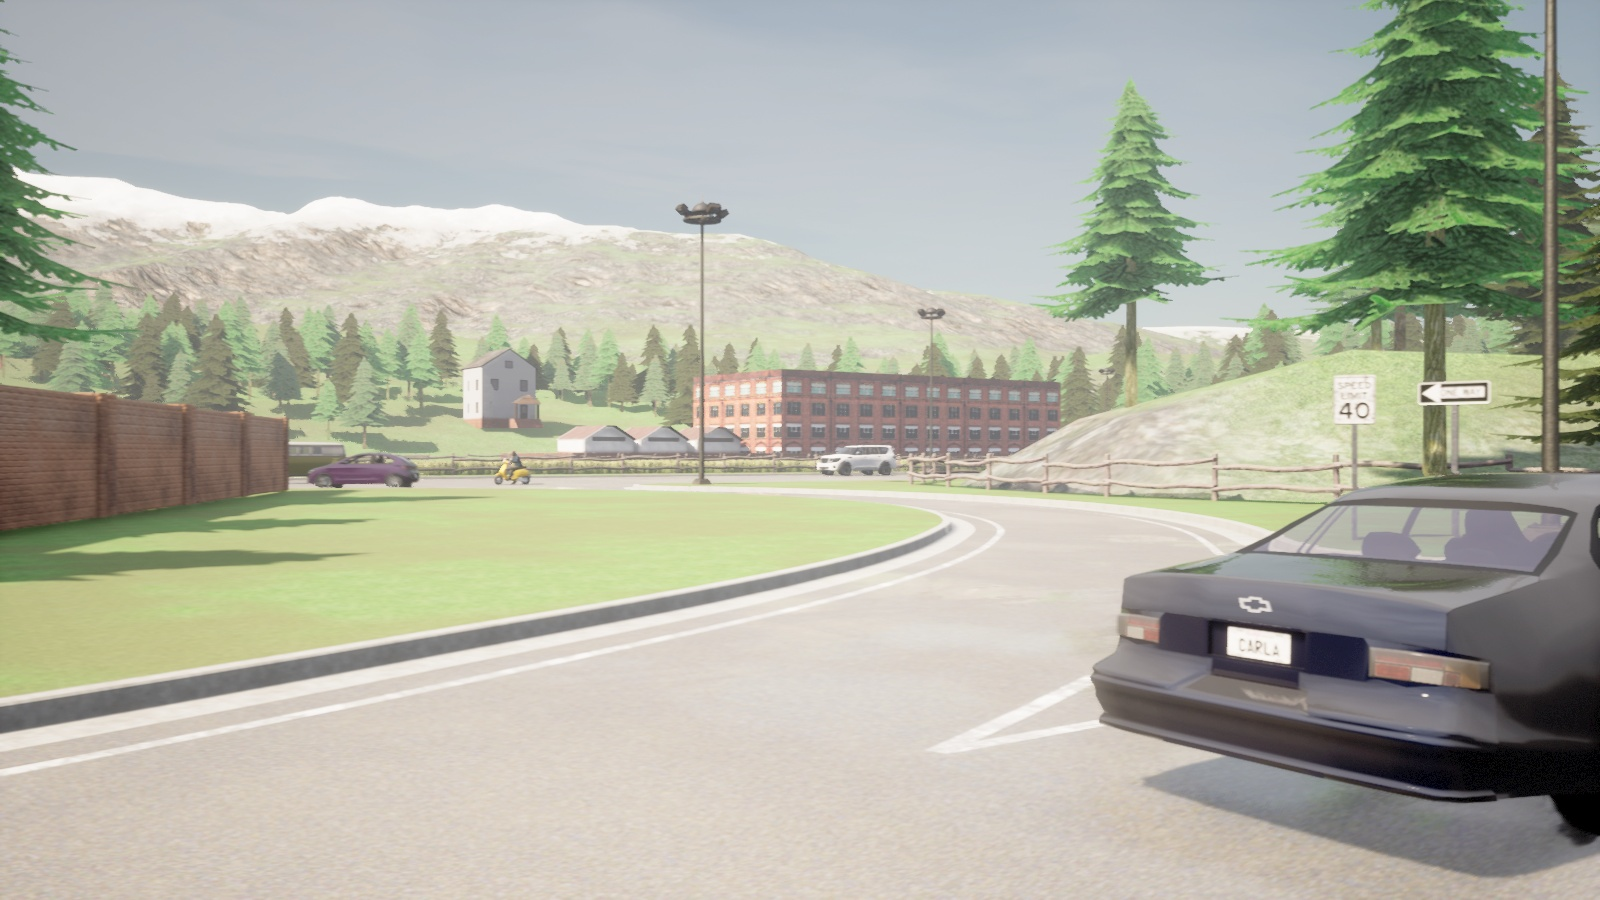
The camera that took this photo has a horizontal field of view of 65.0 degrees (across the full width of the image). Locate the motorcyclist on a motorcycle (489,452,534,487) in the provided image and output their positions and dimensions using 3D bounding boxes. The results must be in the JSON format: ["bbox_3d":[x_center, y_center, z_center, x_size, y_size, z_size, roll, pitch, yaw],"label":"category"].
[{"bbox_3d":[-13.293,0.868,57.925,1.817,1.590,0.866,0,0,-35],"label":"motorcyclist on a motorcycle"}]

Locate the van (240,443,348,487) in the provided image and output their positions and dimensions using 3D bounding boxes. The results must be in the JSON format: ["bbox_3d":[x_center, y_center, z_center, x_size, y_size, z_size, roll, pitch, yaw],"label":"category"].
[{"bbox_3d":[-23.811,0.693,59.159,4.442,1.987,1.775,0,0,-35],"label":"van"}]

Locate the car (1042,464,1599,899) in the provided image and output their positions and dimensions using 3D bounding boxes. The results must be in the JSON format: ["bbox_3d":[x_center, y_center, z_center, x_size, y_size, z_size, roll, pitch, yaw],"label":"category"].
[{"bbox_3d":[3.873,0.799,6.355,5.357,1.411,2.033,0,0,-35],"label":"car"}]

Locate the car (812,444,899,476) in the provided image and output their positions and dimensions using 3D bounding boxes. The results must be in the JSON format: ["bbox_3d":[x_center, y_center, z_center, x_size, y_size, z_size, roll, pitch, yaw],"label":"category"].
[{"bbox_3d":[3.680,0.658,82.442,5.566,2.045,2.150,0,0,-35],"label":"car"}]

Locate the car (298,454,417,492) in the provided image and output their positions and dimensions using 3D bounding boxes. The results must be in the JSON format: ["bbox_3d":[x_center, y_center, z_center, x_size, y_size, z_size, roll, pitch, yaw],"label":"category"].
[{"bbox_3d":[-17.669,0.919,50.280,4.193,1.474,1.816,0,0,-4],"label":"car"}]
